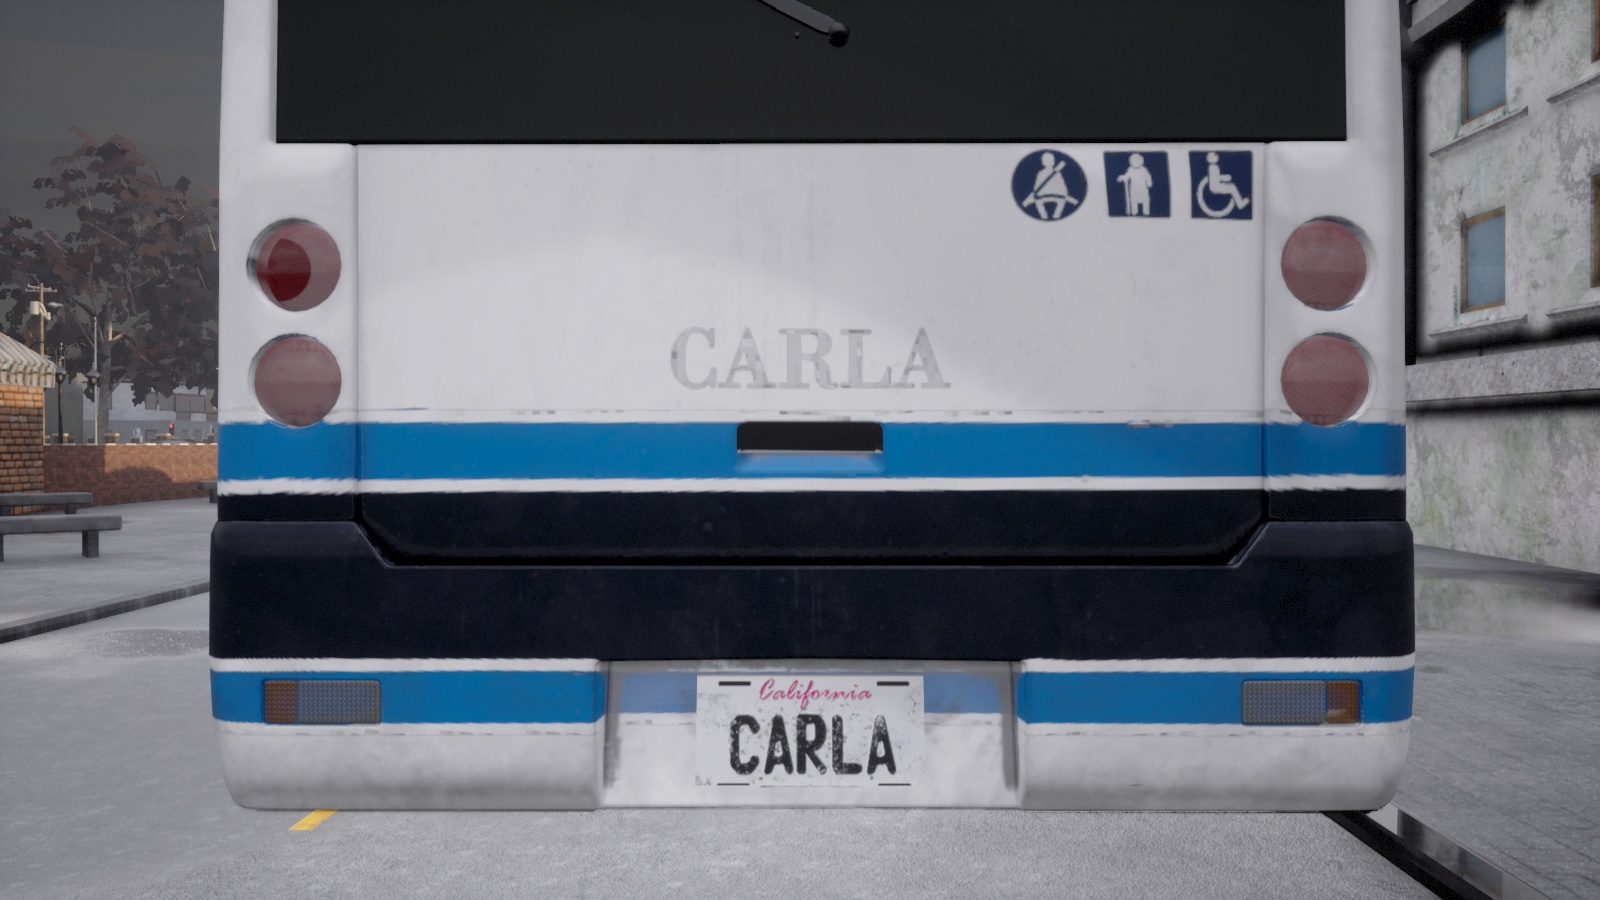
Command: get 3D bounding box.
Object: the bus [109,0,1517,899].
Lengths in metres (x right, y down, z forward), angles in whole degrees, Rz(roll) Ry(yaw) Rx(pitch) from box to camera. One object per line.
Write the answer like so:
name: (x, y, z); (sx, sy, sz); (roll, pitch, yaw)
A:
bus: (0.062, -0.680, 8.657); (3.944, 4.253, 10.273); (0, 0, 0)

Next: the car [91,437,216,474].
car: (-29.674, 0.231, 57.755); (4.611, 1.667, 2.242); (0, 0, -2)
